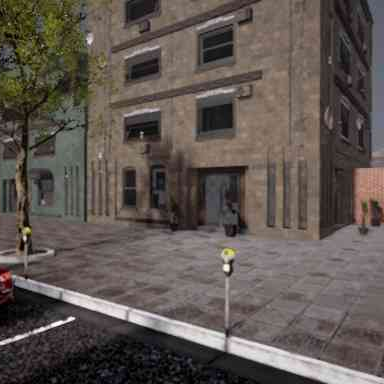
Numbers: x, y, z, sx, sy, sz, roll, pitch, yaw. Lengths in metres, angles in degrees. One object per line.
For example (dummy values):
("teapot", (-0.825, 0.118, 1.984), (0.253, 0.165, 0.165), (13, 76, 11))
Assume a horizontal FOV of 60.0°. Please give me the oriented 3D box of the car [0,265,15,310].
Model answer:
("car", (-5.090, 1.619, 6.503), (4.206, 1.307, 1.802), (0, 0, 35))
